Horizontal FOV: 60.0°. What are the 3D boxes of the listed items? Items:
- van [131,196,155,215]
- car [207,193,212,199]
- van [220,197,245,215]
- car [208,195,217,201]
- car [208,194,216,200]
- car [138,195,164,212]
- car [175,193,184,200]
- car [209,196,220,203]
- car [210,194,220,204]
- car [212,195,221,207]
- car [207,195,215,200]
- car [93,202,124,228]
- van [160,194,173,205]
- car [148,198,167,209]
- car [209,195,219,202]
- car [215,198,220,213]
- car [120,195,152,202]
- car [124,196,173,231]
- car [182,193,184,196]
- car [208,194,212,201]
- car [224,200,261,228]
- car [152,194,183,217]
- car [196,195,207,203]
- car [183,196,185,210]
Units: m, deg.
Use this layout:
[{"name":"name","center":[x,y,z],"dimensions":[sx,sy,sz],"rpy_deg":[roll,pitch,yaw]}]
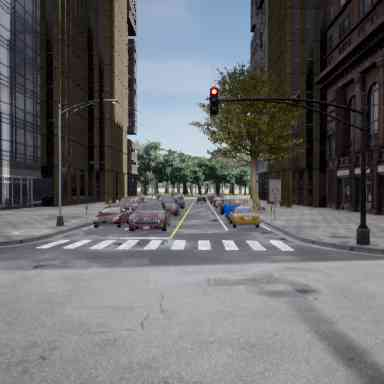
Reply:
[{"name":"van","center":[-4.861,1.306,33.292],"dimensions":[1.690,1.788,3.998],"rpy_deg":[-1,0,2]},{"name":"car","center":[4.403,1.211,61.463],"dimensions":[2.192,1.841,5.009],"rpy_deg":[-1,0,2]},{"name":"van","center":[3.513,1.316,27.400],"dimensions":[1.690,1.788,3.998],"rpy_deg":[-1,0,2]},{"name":"car","center":[4.850,1.429,78.495],"dimensions":[1.802,1.307,4.206],"rpy_deg":[0,0,2]},{"name":"car","center":[5.002,1.355,84.342],"dimensions":[1.752,1.417,4.829],"rpy_deg":[0,0,2]},{"name":"car","center":[-4.713,1.268,38.970],"dimensions":[2.192,1.841,5.009],"rpy_deg":[-1,0,2]},{"name":"car","center":[-3.378,1.128,90.068],"dimensions":[2.192,1.841,5.009],"rpy_deg":[0,0,2]},{"name":"car","center":[4.553,1.431,67.141],"dimensions":[2.008,1.369,4.403],"rpy_deg":[-1,0,2]},{"name":"car","center":[4.109,1.471,50.109],"dimensions":[1.887,1.381,4.507],"rpy_deg":[-1,0,2]},{"name":"car","center":[3.965,1.465,44.602],"dimensions":[1.752,1.417,4.829],"rpy_deg":[-1,0,2]},{"name":"car","center":[5.147,1.379,89.849],"dimensions":[1.947,1.339,4.313],"rpy_deg":[0,0,2]},{"name":"car","center":[-5.155,1.565,21.936],"dimensions":[1.802,1.307,4.206],"rpy_deg":[-1,0,2]},{"name":"van","center":[-4.267,1.252,56.003],"dimensions":[1.690,1.788,3.998],"rpy_deg":[0,0,2]},{"name":"car","center":[-4.562,1.491,44.648],"dimensions":[2.008,1.369,4.403],"rpy_deg":[-1,0,2]},{"name":"car","center":[4.702,1.415,72.817],"dimensions":[2.008,1.369,4.403],"rpy_deg":[0,0,2]},{"name":"car","center":[3.664,1.531,33.077],"dimensions":[1.947,1.339,4.313],"rpy_deg":[-1,0,2]},{"name":"car","center":[-5.010,1.290,27.614],"dimensions":[2.192,1.841,5.009],"rpy_deg":[-1,0,2]},{"name":"car","center":[-2.473,1.337,20.194],"dimensions":[2.097,1.767,4.553],"rpy_deg":[0,0,0]},{"name":"car","center":[-3.524,1.375,84.391],"dimensions":[1.887,1.381,4.507],"rpy_deg":[0,0,2]},{"name":"car","center":[4.257,1.462,55.786],"dimensions":[2.008,1.369,4.403],"rpy_deg":[-1,0,2]},{"name":"car","center":[3.371,1.508,21.892],"dimensions":[1.752,1.417,4.829],"rpy_deg":[-1,0,2]},{"name":"car","center":[-2.252,1.321,30.756],"dimensions":[2.097,1.767,4.553],"rpy_deg":[0,0,2]},{"name":"car","center":[1.864,1.389,65.866],"dimensions":[1.837,1.490,4.892],"rpy_deg":[0,0,2]},{"name":"car","center":[-1.918,1.545,43.223],"dimensions":[1.895,1.301,4.718],"rpy_deg":[0,0,2]}]
